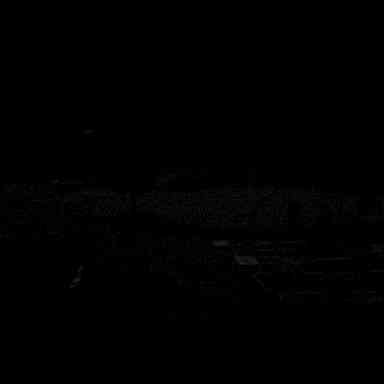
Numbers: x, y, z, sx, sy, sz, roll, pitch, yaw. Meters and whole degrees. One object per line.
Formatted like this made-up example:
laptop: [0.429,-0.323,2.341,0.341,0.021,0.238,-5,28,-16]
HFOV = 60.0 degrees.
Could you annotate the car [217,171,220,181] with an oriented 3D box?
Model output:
car: [2.066,-2.266,56.833,4.553,1.767,2.185,0,6,-6]

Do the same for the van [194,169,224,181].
van: [2.944,-2.654,59.739,4.442,1.987,1.878,0,6,-6]

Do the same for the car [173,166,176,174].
car: [-7.599,-5.905,93.003,4.553,1.767,2.185,-1,6,-7]

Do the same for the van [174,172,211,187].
van: [0.016,-1.499,48.153,4.442,1.987,1.878,0,6,-6]

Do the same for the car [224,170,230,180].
car: [4.277,-3.007,65.549,4.892,1.521,2.231,0,6,-6]

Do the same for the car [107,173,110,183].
car: [-15.925,-2.083,55.903,4.792,1.488,2.163,-1,6,-8]

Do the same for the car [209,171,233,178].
car: [6.368,-3.879,74.300,4.892,1.521,2.231,0,6,-7]

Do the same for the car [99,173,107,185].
car: [-16.490,-1.954,53.025,4.553,1.767,2.185,-1,6,-8]

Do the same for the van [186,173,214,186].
van: [1.250,-2.076,53.910,4.442,1.987,1.878,0,6,-6]

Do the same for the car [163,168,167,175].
car: [-9.563,-4.952,84.469,5.008,1.535,2.097,-1,6,-7]

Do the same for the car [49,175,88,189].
car: [-17.764,-1.218,47.302,4.674,1.452,2.002,-1,5,-8]

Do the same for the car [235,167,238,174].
car: [7.074,-4.421,77.192,5.566,2.045,2.435,0,6,-7]

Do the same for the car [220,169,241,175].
car: [10.534,-5.588,91.768,5.366,1.575,1.946,0,5,-7]

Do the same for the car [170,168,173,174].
car: [-8.280,-5.470,90.179,4.674,1.452,2.002,-1,5,-7]

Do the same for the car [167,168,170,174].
car: [-8.894,-5.357,87.308,4.553,1.767,2.185,-1,6,-7]

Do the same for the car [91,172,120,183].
car: [-15.242,-2.524,58.764,4.553,1.767,2.185,-1,6,-8]

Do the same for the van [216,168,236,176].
van: [8.480,-4.974,83.023,4.442,1.987,1.878,0,6,-7]

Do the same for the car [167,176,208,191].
car: [-0.841,-0.987,45.270,5.008,1.535,2.097,0,6,-6]

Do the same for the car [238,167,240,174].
car: [8.837,-5.037,85.912,5.366,1.575,1.946,0,6,-7]

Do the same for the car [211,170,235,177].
car: [7.519,-4.464,80.094,5.366,1.575,1.946,0,6,-7]

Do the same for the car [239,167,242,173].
car: [9.714,-5.563,88.823,5.566,2.045,2.435,0,5,-7]

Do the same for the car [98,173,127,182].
car: [-14.652,-2.684,61.646,5.008,1.535,2.097,-1,5,-8]

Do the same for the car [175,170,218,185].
car: [0.605,-1.813,51.022,5.566,2.045,2.435,0,6,-6]

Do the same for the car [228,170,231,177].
car: [5.005,-3.269,68.469,4.792,1.488,2.163,0,6,-6]

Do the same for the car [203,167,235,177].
car: [5.713,-3.839,71.358,5.566,2.045,2.435,0,6,-7]

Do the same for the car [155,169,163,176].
car: [-10.203,-4.667,81.617,4.892,1.521,2.231,-1,6,-7]

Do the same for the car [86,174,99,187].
car: [-17.113,-1.515,50.177,4.792,1.488,2.163,-1,5,-8]
